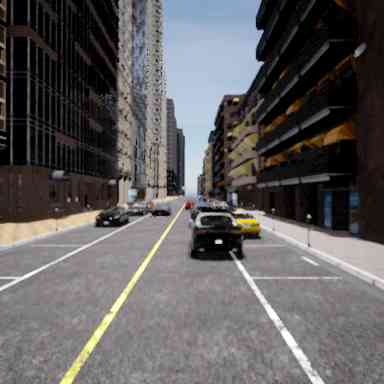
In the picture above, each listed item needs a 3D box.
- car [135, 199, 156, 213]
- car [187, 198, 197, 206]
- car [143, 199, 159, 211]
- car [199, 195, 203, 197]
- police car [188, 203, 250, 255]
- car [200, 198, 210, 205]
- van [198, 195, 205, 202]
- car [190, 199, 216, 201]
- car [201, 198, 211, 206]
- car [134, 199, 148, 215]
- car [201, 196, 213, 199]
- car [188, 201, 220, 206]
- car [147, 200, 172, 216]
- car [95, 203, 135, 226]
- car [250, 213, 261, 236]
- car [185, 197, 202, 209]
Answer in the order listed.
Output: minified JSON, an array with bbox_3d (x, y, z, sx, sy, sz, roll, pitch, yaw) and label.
[{"bbox_3d":[-5.696,1.654,41.226,1.967,1.590,4.097,0,0,0],"label":"car"},{"bbox_3d":[-0.010,1.915,65.669,1.994,1.385,4.181,0,0,0],"label":"car"},{"bbox_3d":[-5.697,1.770,46.703,1.752,1.417,4.829,0,0,0],"label":"car"},{"bbox_3d":[2.682,1.625,58.173,2.192,1.841,5.009,0,0,0],"label":"car"},{"bbox_3d":[0.898,1.495,13.805,1.930,1.638,5.238,0,0,0],"label":"police car"},{"bbox_3d":[2.680,1.955,69.469,1.802,1.307,4.206,0,0,0],"label":"car"},{"bbox_3d":[2.676,1.852,92.063,1.690,1.788,3.998,0,0,0],"label":"van"},{"bbox_3d":[0.895,1.657,29.695,1.837,1.490,4.892,0,0,0],"label":"car"},{"bbox_3d":[2.680,1.923,63.820,1.802,1.307,4.206,0,0,0],"label":"car"},{"bbox_3d":[-5.695,1.734,35.576,2.008,1.369,4.403,0,0,0],"label":"car"},{"bbox_3d":[2.683,1.686,46.875,1.967,1.590,4.097,0,0,0],"label":"car"},{"bbox_3d":[0.807,1.626,23.695,1.837,1.490,4.892,0,0,0],"label":"car"},{"bbox_3d":[-3.100,1.726,34.712,2.033,1.411,5.357,0,0,0],"label":"car"},{"bbox_3d":[-5.694,1.689,24.279,1.947,1.339,4.313,0,0,0],"label":"car"},{"bbox_3d":[2.688,1.620,18.802,1.752,1.417,4.829,0,0,0],"label":"car"},{"bbox_3d":[0.011,1.820,48.704,1.994,1.385,4.181,0,0,1],"label":"car"}]
